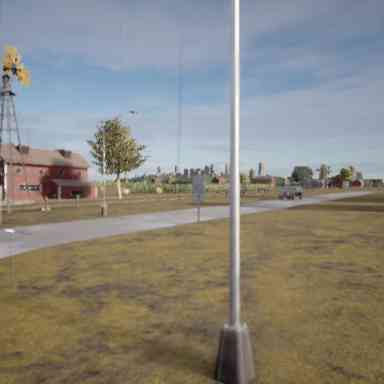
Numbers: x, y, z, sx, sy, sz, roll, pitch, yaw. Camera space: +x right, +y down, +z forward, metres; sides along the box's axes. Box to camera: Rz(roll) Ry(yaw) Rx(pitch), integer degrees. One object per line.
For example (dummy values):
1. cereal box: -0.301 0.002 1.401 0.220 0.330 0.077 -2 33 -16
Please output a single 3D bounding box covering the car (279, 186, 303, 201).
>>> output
1. car: 14.757 0.172 49.331 2.150 2.045 5.566 1 2 36
